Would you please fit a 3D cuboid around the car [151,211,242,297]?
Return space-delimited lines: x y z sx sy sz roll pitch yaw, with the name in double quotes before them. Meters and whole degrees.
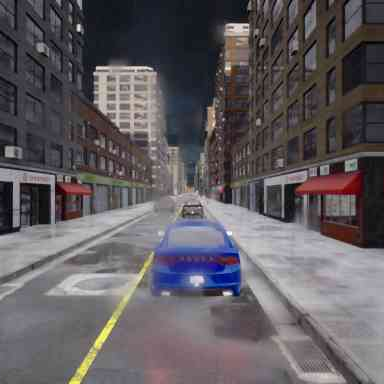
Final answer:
"car" 0.088 1.479 8.641 1.882 1.535 5.008 0 0 0

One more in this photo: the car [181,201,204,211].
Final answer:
"car" 0.061 1.500 29.770 2.128 1.511 4.902 0 0 0

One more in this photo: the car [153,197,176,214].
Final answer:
"car" -2.894 1.364 35.739 2.097 1.767 4.553 0 0 0
